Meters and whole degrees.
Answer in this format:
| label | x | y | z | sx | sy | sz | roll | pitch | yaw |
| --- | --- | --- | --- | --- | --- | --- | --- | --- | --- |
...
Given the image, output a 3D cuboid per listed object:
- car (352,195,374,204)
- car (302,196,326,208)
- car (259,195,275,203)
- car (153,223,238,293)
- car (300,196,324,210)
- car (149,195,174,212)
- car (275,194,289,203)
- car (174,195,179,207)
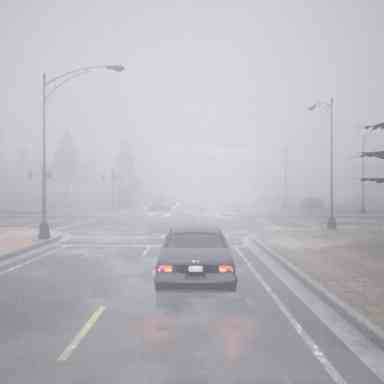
| label | x | y | z | sx | sy | sz | roll | pitch | yaw |
| --- | --- | --- | --- | --- | --- | --- | --- | --- | --- |
| car | 29.183 | 1.294 | 57.660 | 1.845 | 1.501 | 3.633 | 0 | 0 | 0 |
| car | 17.068 | 1.363 | 46.803 | 1.970 | 1.475 | 3.806 | 0 | 0 | 0 |
| car | 14.286 | 1.310 | 65.448 | 2.007 | 1.523 | 4.514 | 0 | 0 | 0 |
| car | 0.088 | 1.543 | 8.992 | 2.033 | 1.411 | 5.357 | 0 | 0 | 0 |
| car | 14.006 | 1.356 | 39.416 | 1.845 | 1.501 | 3.633 | 0 | 0 | 0 |
| car | -3.547 | 1.337 | 37.644 | 2.097 | 1.767 | 4.553 | 0 | 0 | 0 |
| car | 17.423 | 1.301 | 65.466 | 2.152 | 1.636 | 5.027 | 0 | 0 | 0 |
| car | -3.518 | 1.454 | 51.940 | 1.882 | 1.535 | 5.008 | 0 | 0 | 0 |
